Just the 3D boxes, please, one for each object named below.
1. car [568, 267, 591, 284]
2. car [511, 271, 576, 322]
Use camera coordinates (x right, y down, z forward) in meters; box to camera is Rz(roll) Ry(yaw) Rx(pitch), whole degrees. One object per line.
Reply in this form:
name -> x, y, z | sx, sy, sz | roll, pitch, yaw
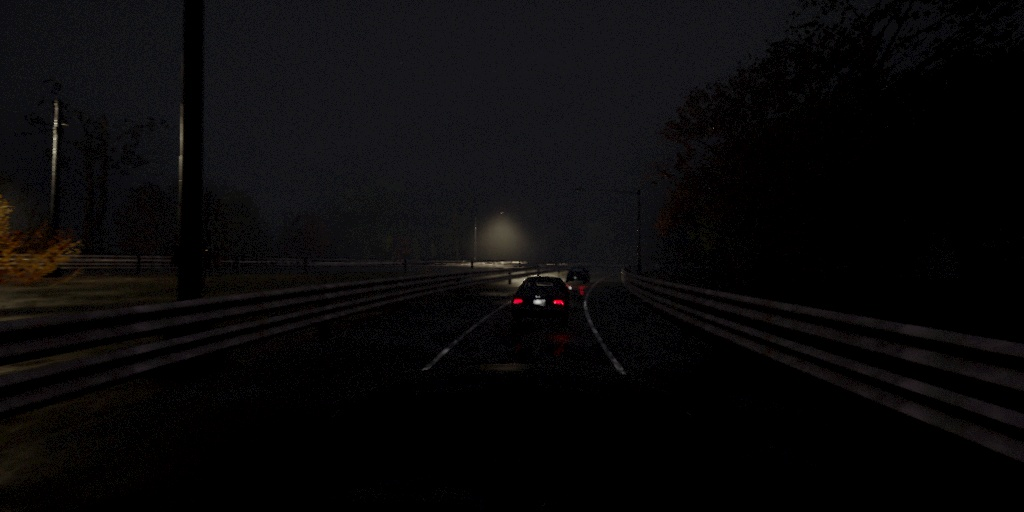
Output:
car -> 6.093, 1.716, 32.997 | 1.812, 1.442, 4.674 | 0, -1, 17
car -> 1.160, 1.442, 13.050 | 2.033, 1.411, 5.357 | 0, -1, 9
